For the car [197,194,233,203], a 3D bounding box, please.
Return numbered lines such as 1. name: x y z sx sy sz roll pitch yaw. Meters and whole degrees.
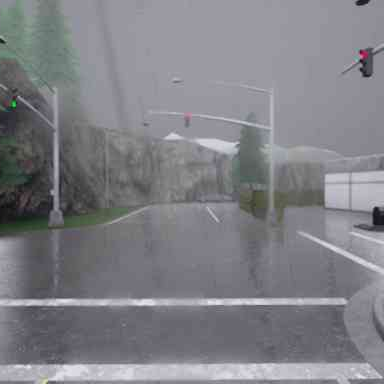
1. car: 3.511 0.970 50.681 5.357 1.411 2.033 0 1 5
